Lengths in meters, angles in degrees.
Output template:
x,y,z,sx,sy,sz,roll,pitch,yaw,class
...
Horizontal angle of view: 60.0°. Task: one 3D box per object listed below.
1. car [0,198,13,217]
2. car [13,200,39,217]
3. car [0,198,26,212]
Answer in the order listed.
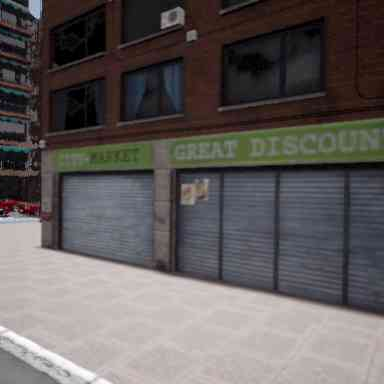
x,y,z,sx,sy,sz,roll,pitch,yaw,class
-16.956,1.319,26.668,1.994,1.385,4.181,1,0,35,car
-12.393,1.397,28.495,1.887,1.381,4.507,0,-1,35,car
-19.216,1.299,33.302,1.802,1.307,4.206,0,-1,35,car
